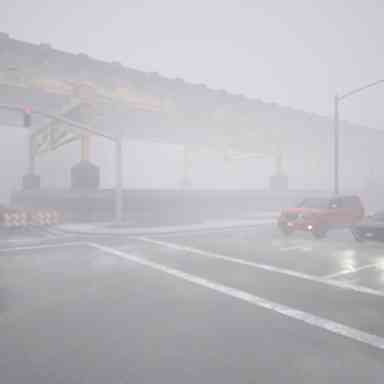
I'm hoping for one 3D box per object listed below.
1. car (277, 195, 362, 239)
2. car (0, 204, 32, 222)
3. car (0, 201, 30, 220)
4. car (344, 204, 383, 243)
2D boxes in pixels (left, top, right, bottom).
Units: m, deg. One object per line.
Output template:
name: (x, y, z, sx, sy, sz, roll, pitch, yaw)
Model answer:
car: (6.971, 1.191, 17.571, 5.566, 2.045, 2.150, 0, 0, -35)
car: (-13.902, 1.446, 23.108, 4.974, 1.542, 2.038, 0, 0, -7)
car: (-13.953, 1.288, 23.101, 4.536, 1.218, 1.853, 0, 0, -7)
car: (9.181, 1.446, 14.846, 5.008, 1.535, 1.882, 0, 0, -35)
